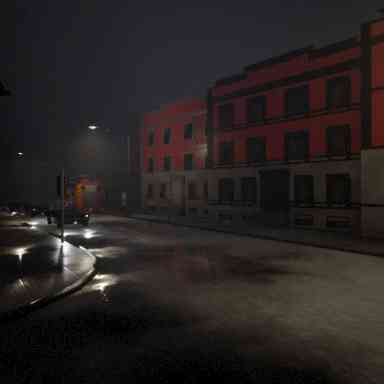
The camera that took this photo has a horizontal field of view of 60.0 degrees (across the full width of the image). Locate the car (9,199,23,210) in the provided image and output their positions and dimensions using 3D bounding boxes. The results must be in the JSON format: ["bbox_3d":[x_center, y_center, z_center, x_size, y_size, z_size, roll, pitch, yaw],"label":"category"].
[{"bbox_3d":[-22.114,1.601,42.465,1.895,1.301,4.718,0,0,-34],"label":"car"}]

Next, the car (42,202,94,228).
[{"bbox_3d":[-8.495,1.601,22.519,1.895,1.301,4.718,0,0,-34],"label":"car"}]

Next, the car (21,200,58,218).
[{"bbox_3d":[-14.254,1.601,30.914,1.895,1.301,4.718,0,0,-34],"label":"car"}]

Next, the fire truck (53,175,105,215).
[{"bbox_3d":[-11.841,0.342,34.653,2.891,3.827,8.468,0,0,-34],"label":"fire truck"}]
